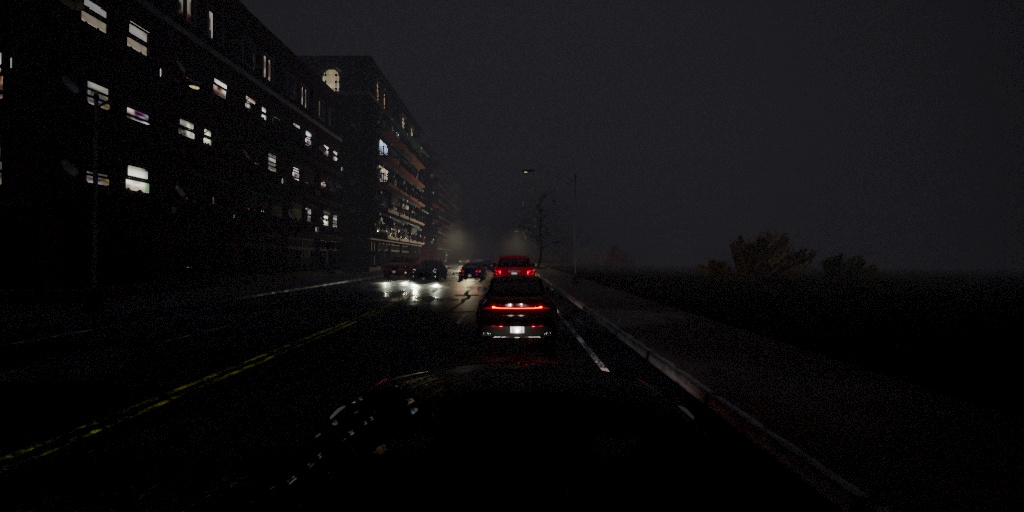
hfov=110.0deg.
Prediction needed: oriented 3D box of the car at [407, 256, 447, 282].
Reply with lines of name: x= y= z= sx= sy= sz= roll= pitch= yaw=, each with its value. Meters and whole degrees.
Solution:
car: x=-6.583 y=1.106 z=28.843 sx=2.097 sy=1.767 sz=4.553 roll=0 pitch=0 yaw=0

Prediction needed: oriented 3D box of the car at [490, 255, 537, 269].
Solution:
car: x=0.112 y=0.975 z=20.074 sx=2.150 sy=2.045 sz=5.566 roll=0 pitch=0 yaw=0

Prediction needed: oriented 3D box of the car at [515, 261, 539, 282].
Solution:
car: x=1.157 y=1.209 z=30.482 sx=1.801 sy=1.575 sz=5.366 roll=0 pitch=0 yaw=0

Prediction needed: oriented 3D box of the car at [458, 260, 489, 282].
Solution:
car: x=-3.132 y=1.279 z=28.782 sx=1.812 sy=1.442 sz=4.674 roll=0 pitch=0 yaw=0

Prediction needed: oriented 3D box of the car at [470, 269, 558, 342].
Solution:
car: x=0.107 y=1.256 z=9.727 sx=1.837 sy=1.490 sz=4.892 roll=0 pitch=0 yaw=0

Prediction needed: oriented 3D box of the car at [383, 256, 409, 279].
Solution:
car: x=-9.830 y=0.975 z=32.609 sx=2.150 sy=2.045 sz=5.566 roll=0 pitch=0 yaw=0
